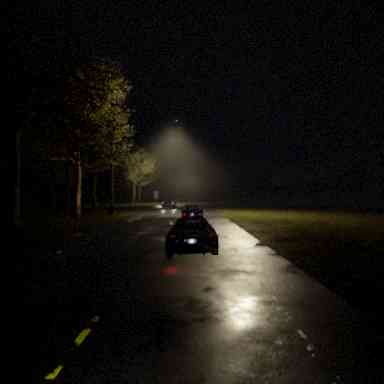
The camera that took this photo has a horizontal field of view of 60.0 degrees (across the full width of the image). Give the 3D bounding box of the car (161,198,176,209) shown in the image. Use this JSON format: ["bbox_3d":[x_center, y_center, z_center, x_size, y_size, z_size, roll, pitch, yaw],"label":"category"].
[{"bbox_3d":[-3.510,1.660,50.434,2.097,1.767,4.553,0,0,0],"label":"car"}]

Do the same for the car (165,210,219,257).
[{"bbox_3d":[0.011,1.669,13.442,1.994,1.385,4.181,-2,0,0],"label":"car"}]

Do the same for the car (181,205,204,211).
[{"bbox_3d":[0.033,1.748,27.491,2.033,1.411,5.357,0,0,0],"label":"car"}]
